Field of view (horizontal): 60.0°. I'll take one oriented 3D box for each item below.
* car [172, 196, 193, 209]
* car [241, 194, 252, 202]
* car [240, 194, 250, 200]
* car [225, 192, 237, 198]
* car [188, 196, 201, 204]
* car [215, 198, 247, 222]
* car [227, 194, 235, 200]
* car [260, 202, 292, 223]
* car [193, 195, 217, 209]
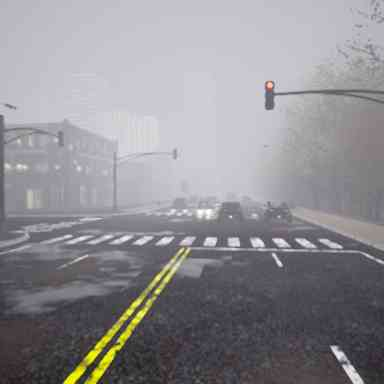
[{"bbox_3d":[-1.489,1.407,44.527,1.882,1.535,5.008,0,0,7],"label":"car"},{"bbox_3d":[11.365,1.427,69.173,1.994,1.385,4.181,0,0,7],"label":"car"},{"bbox_3d":[12.549,1.236,79.105,2.033,1.411,5.357,0,0,7],"label":"car"},{"bbox_3d":[8.092,1.103,69.173,2.150,2.045,5.566,0,0,7],"label":"car"},{"bbox_3d":[0.453,1.407,60.507,1.837,1.490,4.892,0,0,7],"label":"car"},{"bbox_3d":[2.993,1.464,25.544,1.837,1.490,4.892,0,0,7],"label":"car"},{"bbox_3d":[9.321,1.196,79.489,1.837,1.490,4.892,0,0,7],"label":"car"},{"bbox_3d":[6.169,1.452,24.734,2.128,1.511,4.902,0,0,7],"label":"car"},{"bbox_3d":[1.750,1.418,44.191,2.128,1.511,4.902,0,0,7],"label":"car"}]
